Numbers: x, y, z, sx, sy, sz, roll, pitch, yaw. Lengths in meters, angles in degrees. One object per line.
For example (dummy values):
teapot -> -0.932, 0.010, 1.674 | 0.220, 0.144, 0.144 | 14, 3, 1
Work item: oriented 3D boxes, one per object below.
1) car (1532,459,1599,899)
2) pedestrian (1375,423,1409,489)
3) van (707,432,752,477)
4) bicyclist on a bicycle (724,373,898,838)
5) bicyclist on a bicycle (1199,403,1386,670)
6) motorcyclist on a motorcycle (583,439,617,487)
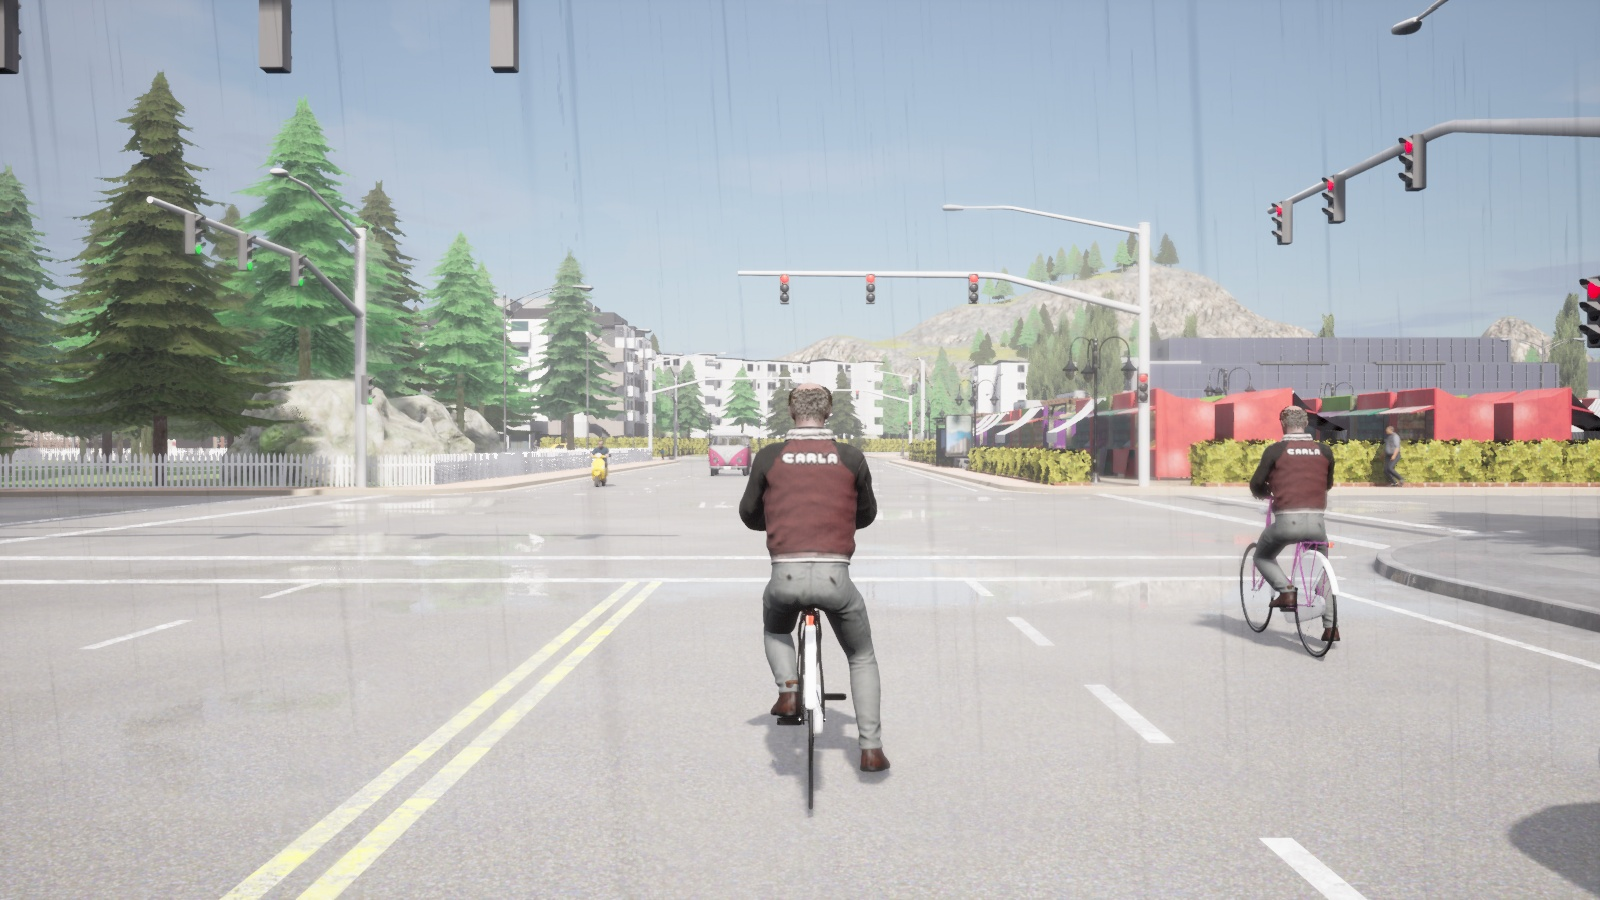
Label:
car -> 3.526, 0.763, 2.163 | 1.812, 1.442, 4.674 | 0, 0, 0
pedestrian -> 16.670, 0.159, 35.378 | 0.694, 1.848, 0.540 | 0, 0, 2
van -> -3.182, 0.174, 57.227 | 1.775, 1.987, 4.442 | 0, 0, 0
bicyclist on a bicycle -> 0.046, 0.585, 5.708 | 0.659, 1.776, 1.843 | 0, 1, 0
bicyclist on a bicycle -> 3.564, 0.568, 9.269 | 0.659, 1.776, 1.843 | 0, 1, 0
motorcyclist on a motorcycle -> -6.760, 0.453, 42.529 | 0.866, 1.590, 1.817 | 0, -1, 0
